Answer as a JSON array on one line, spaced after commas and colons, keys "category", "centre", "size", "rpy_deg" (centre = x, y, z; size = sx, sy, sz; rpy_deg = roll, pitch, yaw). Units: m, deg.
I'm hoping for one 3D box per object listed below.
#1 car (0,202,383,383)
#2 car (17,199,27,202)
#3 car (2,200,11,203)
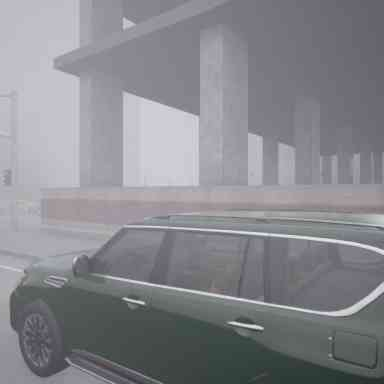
[{"category": "car", "centre": [0.147, 1.221, 3.878], "size": [5.566, 2.045, 2.150], "rpy_deg": [0, 0, 35]}, {"category": "car", "centre": [-14.274, 1.547, 33.391], "size": [2.128, 1.511, 4.902], "rpy_deg": [0, 0, 36]}, {"category": "car", "centre": [-18.323, 1.533, 33.742], "size": [1.882, 1.535, 5.008], "rpy_deg": [0, 0, 36]}]
